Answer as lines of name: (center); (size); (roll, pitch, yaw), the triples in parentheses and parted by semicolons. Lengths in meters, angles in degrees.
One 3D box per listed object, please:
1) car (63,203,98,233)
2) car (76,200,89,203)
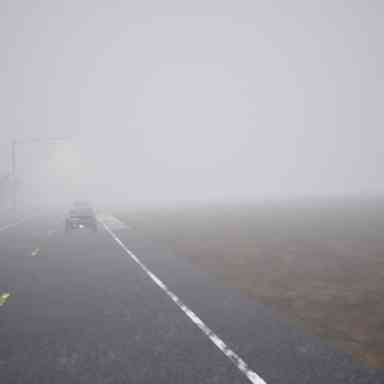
car: (-7.177, 1.736, 21.559); (1.837, 1.490, 4.892); (-1, 0, -19)
car: (-13.021, 1.766, 39.508); (2.097, 1.767, 4.553); (-1, 0, -17)
